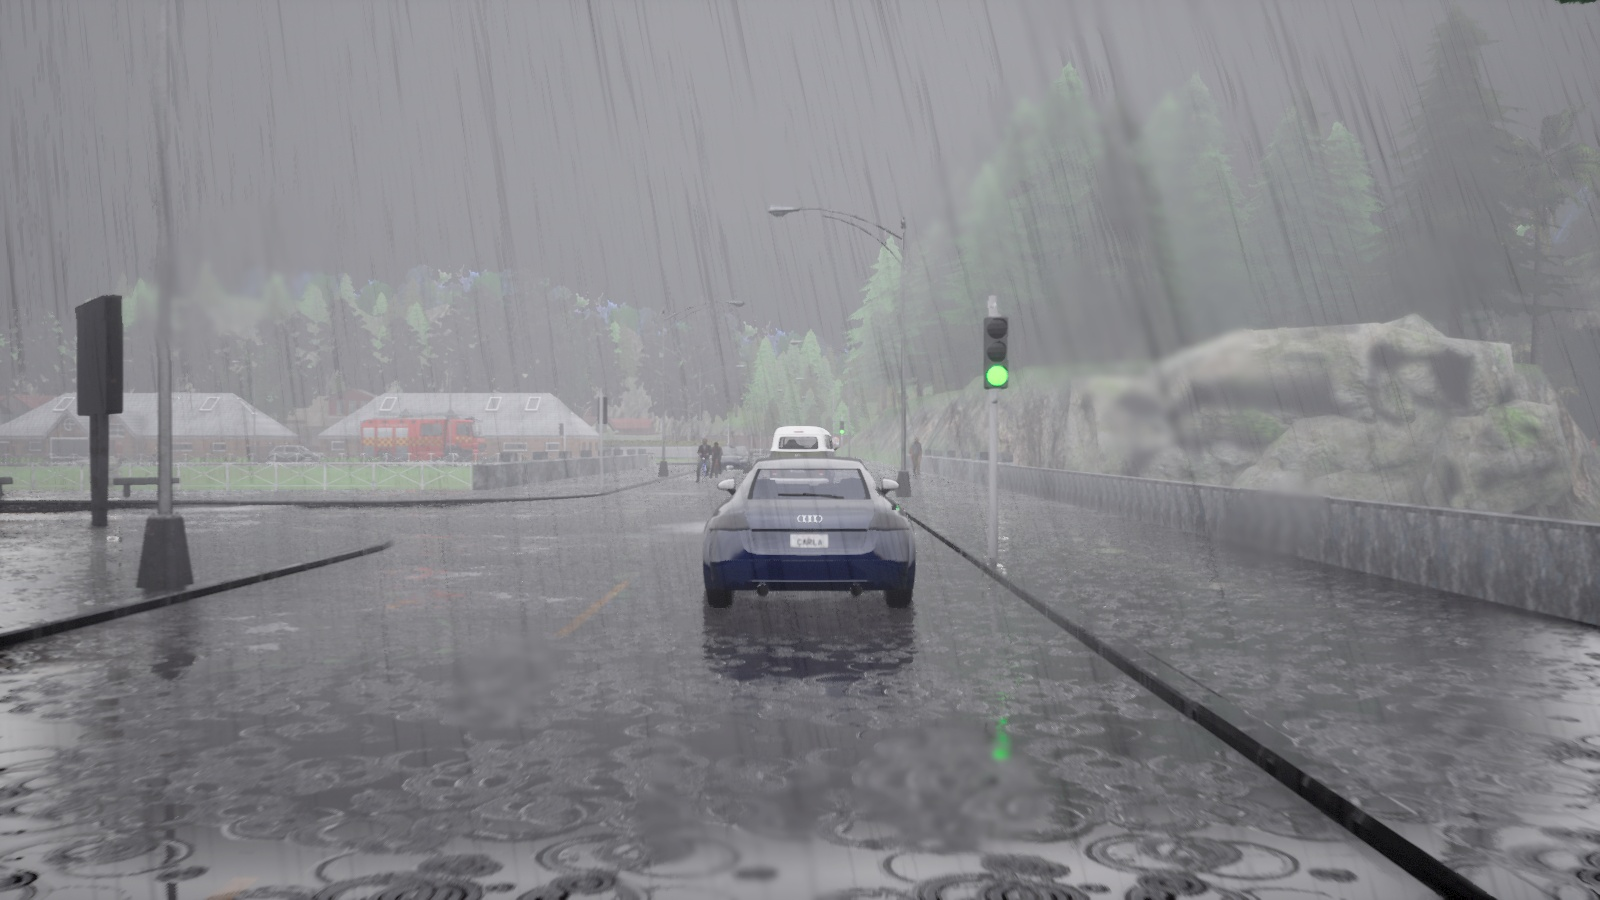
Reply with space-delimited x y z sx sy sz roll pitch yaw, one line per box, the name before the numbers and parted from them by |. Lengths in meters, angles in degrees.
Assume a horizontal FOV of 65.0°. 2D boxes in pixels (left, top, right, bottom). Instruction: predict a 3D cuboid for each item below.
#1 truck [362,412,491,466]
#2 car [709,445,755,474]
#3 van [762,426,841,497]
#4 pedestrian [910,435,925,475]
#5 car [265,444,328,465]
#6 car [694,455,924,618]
truck | -27.023 -0.812 91.139 8.468 3.827 2.891 0 0 0
car | -3.609 0.469 67.204 2.163 1.488 4.792 0 0 0
van | 0.113 0.313 38.357 2.069 2.038 4.480 0 0 4
pedestrian | 5.360 0.226 57.357 0.540 1.848 0.694 0 0 -8
car | -36.549 0.310 91.193 3.806 1.475 1.970 0 0 0
car | 0.089 0.757 12.996 1.994 1.385 4.181 0 0 0
